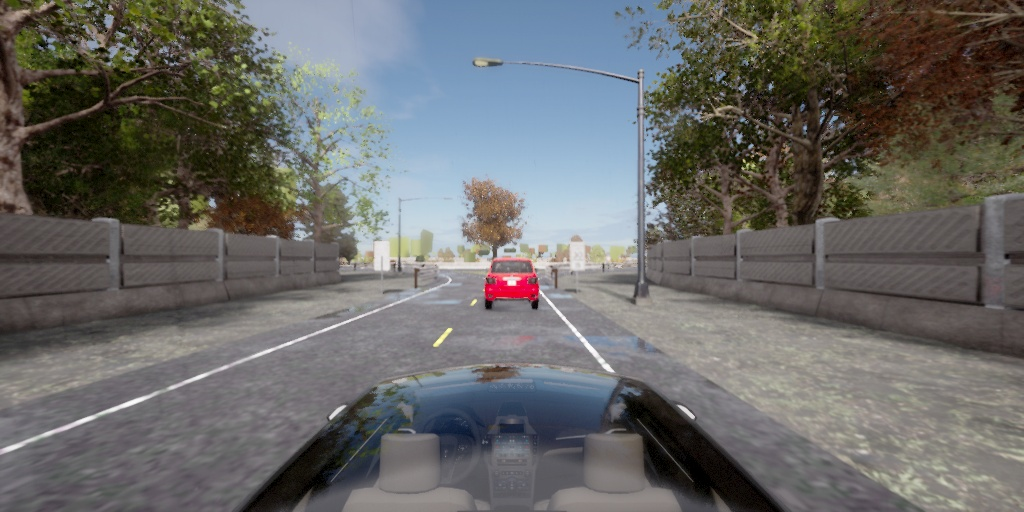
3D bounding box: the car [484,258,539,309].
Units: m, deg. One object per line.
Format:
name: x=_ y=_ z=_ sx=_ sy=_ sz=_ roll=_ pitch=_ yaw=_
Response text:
car: x=-0.006 y=1.104 z=15.871 sx=2.150 sy=2.045 sz=5.566 roll=0 pitch=0 yaw=0
